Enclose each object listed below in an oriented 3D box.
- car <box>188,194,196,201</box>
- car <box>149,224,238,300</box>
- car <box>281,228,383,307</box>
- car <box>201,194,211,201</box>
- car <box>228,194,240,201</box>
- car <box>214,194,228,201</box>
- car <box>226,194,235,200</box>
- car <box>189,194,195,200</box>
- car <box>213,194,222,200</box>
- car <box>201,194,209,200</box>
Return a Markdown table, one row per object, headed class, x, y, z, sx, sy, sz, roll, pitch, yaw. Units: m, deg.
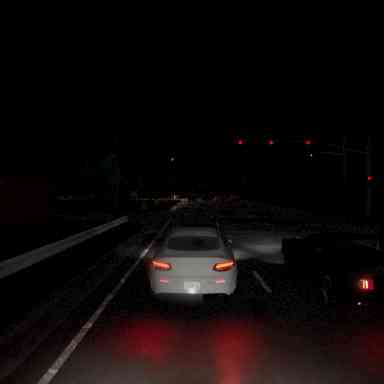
| class | x | y | z | sx | sy | sz | roll | pitch | yaw |
| --- | --- | --- | --- | --- | --- | --- | --- | --- | --- |
| car | 0.012 | 1.531 | 80.775 | 2.033 | 1.411 | 5.357 | 0 | 0 | 0 |
| car | 0.075 | 1.526 | 8.297 | 1.812 | 1.442 | 4.674 | 0 | 0 | 2 |
| car | 3.564 | 1.601 | 7.906 | 1.895 | 1.301 | 4.718 | 0 | 0 | 0 |
| car | 3.512 | 1.348 | 81.161 | 2.097 | 1.767 | 4.553 | 0 | 0 | 0 |
| car | 10.512 | 1.469 | 80.773 | 1.882 | 1.535 | 5.008 | 0 | 0 | 0 |
| car | 7.012 | 1.348 | 81.160 | 2.097 | 1.767 | 4.553 | 0 | 0 | 0 |
| car | 10.513 | 1.310 | 91.193 | 1.882 | 1.535 | 5.008 | 0 | 0 | 0 |
| car | 0.013 | 1.332 | 91.194 | 1.837 | 1.490 | 4.892 | 0 | 0 | 0 |
| car | 7.013 | 1.357 | 91.193 | 2.128 | 1.511 | 4.902 | 0 | 0 | 0 |
| car | 3.513 | 1.357 | 91.194 | 2.128 | 1.511 | 4.902 | 0 | 0 | 0 |
